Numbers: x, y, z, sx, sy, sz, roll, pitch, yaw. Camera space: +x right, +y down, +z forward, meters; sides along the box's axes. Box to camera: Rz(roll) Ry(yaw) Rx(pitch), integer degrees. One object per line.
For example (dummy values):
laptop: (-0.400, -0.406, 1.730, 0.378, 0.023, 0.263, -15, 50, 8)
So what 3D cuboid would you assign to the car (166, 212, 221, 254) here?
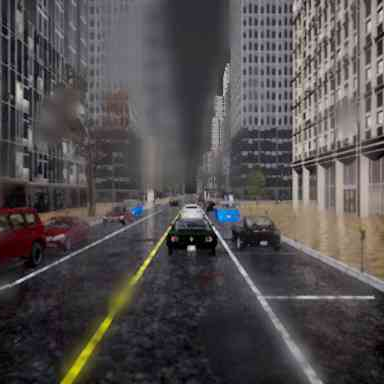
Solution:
car: (-0.006, 1.730, 14.100, 1.895, 1.301, 4.718, 0, 0, 0)

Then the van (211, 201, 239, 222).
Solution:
van: (2.666, 1.578, 25.958, 1.690, 1.788, 3.998, -1, -1, 0)

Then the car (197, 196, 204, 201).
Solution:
car: (2.495, 2.135, 93.303, 2.192, 1.841, 5.009, 0, 0, 0)

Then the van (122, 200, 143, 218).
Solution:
van: (-5.717, 1.629, 31.636, 1.690, 1.788, 3.998, -1, -1, 0)

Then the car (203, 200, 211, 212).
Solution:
car: (2.711, 1.952, 43.005, 1.947, 1.339, 4.313, -1, 0, 0)

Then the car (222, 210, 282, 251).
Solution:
car: (2.675, 1.684, 14.588, 2.008, 1.369, 4.403, -1, -1, 0)

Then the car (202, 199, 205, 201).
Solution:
car: (2.766, 2.017, 48.688, 1.802, 1.307, 4.206, -1, 0, 0)

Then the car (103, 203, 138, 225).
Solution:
car: (-5.712, 1.819, 25.951, 1.802, 1.307, 4.206, -1, -1, 0)

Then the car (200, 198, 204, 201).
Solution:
car: (2.781, 2.051, 54.373, 1.947, 1.339, 4.313, -1, 0, 0)

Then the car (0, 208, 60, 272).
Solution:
car: (-5.704, 1.397, 8.902, 2.192, 1.841, 5.009, -1, -1, 0)

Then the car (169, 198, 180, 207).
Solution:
car: (-3.040, 2.112, 61.442, 1.994, 1.385, 4.181, 0, -1, 0)

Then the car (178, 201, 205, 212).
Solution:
car: (-0.013, 1.793, 29.363, 1.812, 1.442, 4.674, 0, 0, 0)

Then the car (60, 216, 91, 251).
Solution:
car: (-5.706, 1.716, 14.583, 1.802, 1.307, 4.206, -1, -1, 0)
